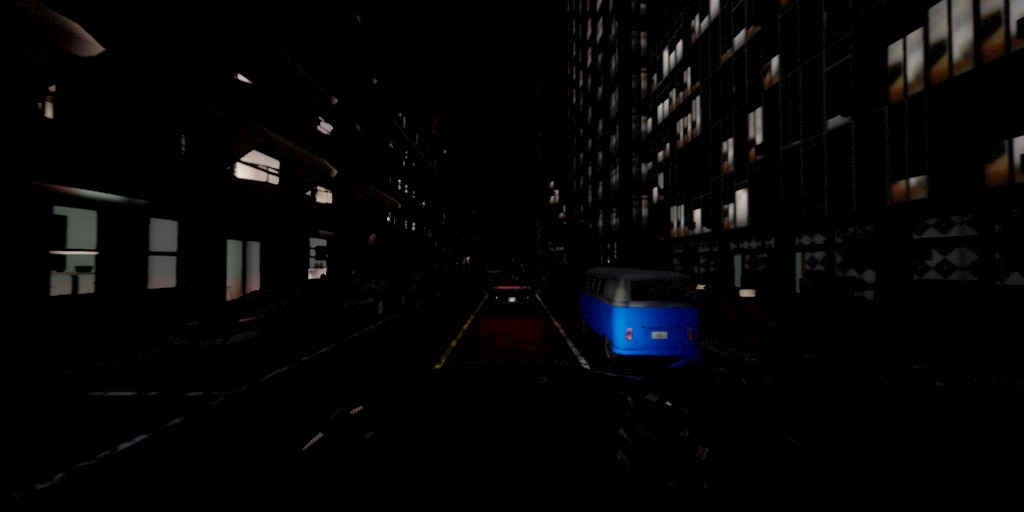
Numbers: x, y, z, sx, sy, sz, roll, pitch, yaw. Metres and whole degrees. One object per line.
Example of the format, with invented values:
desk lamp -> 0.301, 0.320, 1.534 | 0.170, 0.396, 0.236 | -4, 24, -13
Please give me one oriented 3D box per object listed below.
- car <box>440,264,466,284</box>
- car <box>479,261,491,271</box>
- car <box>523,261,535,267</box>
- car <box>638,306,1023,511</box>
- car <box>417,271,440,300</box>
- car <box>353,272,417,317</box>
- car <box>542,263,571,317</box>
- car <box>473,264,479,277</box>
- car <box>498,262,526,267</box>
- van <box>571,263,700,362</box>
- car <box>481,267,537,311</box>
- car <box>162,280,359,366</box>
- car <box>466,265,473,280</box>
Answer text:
car -> -5.311, 1.601, 30.217 | 1.888, 1.381, 4.507 | 0, 0, 0
car -> -5.306, 1.886, 63.429 | 1.967, 1.591, 4.097 | 0, 0, 0
car -> 2.572, 1.877, 52.365 | 1.948, 1.339, 4.313 | 0, 0, 0
car -> 2.566, 1.341, 2.550 | 1.802, 1.307, 4.207 | 0, 0, 0
car -> -5.312, 1.517, 19.146 | 1.802, 1.307, 4.207 | 0, 0, 0
car -> -5.313, 1.426, 13.609 | 2.007, 1.370, 4.403 | 0, 0, 0
car -> 2.567, 1.190, 13.618 | 2.192, 1.841, 5.009 | 0, 0, 0
car -> -5.309, 1.726, 41.289 | 1.888, 1.381, 4.507 | 0, 0, 0
car -> 0.024, 1.564, 30.344 | 1.837, 1.490, 4.892 | 0, 0, 0
van -> 2.567, 1.157, 8.083 | 1.690, 1.789, 3.998 | 0, 0, 0
car -> 0.022, 1.387, 15.347 | 2.128, 1.511, 4.902 | 0, 0, 0
car -> -5.314, 1.399, 8.074 | 1.802, 1.307, 4.207 | 0, 0, 0
car -> -5.310, 1.557, 35.752 | 1.967, 1.591, 4.097 | 0, 0, 0
